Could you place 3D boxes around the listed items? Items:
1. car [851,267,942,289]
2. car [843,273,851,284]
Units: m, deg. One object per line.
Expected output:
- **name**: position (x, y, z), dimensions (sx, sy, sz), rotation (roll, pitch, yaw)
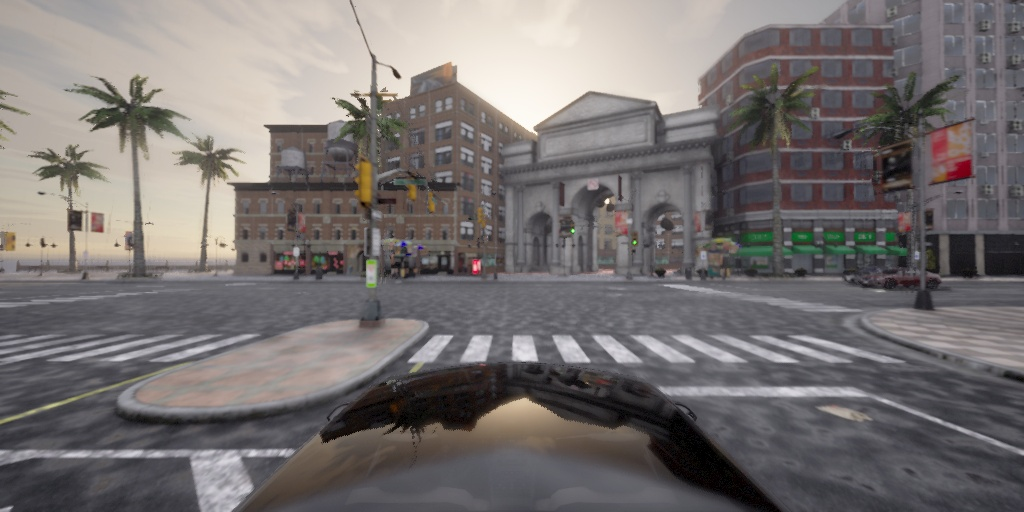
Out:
- **car**: position (27.521, 1.586, 25.464), dimensions (4.674, 1.442, 1.812), rotation (0, -1, 1)
- **car**: position (29.648, 1.597, 28.911), dimensions (4.902, 1.511, 2.128), rotation (0, -1, 1)
